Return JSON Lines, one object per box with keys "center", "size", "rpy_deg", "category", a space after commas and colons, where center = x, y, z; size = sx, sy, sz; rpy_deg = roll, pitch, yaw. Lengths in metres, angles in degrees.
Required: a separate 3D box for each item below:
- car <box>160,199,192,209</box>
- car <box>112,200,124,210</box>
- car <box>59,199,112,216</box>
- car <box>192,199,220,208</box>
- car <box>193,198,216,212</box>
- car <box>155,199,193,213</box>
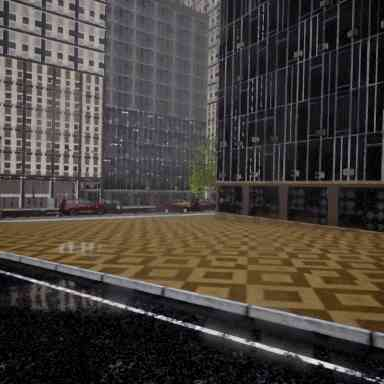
{"center": [-2.453, 1.785, 52.321], "size": [4.829, 1.417, 1.752], "rpy_deg": [1, 1, -34], "category": "car"}
{"center": [-11.667, 1.721, 46.011], "size": [4.403, 1.369, 2.008], "rpy_deg": [1, 1, -34], "category": "car"}
{"center": [-11.888, 1.645, 36.303], "size": [5.009, 1.841, 2.192], "rpy_deg": [1, 1, -34], "category": "car"}
{"center": [2.364, 1.873, 55.621], "size": [4.313, 1.339, 1.947], "rpy_deg": [1, 1, -34], "category": "car"}
{"center": [2.143, 1.782, 45.913], "size": [5.009, 1.841, 2.192], "rpy_deg": [1, 1, -34], "category": "car"}
{"center": [-2.539, 1.966, 42.714], "size": [4.507, 1.381, 1.887], "rpy_deg": [1, 1, -34], "category": "car"}
